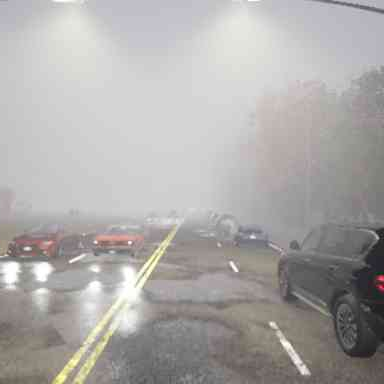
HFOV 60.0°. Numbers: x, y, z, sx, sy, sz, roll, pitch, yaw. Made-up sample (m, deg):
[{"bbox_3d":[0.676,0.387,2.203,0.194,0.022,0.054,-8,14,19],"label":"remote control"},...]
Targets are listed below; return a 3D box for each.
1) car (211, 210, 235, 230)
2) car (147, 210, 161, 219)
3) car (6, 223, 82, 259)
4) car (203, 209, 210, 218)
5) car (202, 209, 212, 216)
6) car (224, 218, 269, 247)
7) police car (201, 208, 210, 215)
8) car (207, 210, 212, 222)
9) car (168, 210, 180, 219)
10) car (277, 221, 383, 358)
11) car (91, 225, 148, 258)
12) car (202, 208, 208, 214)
[{"bbox_3d":[3.341,2.886,32.948,2.033,1.649,4.856,2,-4,0],"label":"car"},{"bbox_3d":[-6.360,3.808,56.766,2.033,1.411,5.357,1,-2,1],"label":"car"},{"bbox_3d":[-6.580,2.158,15.304,1.994,1.385,4.181,1,-2,0],"label":"car"},{"bbox_3d":[3.427,3.889,54.922,2.033,1.411,5.357,2,-3,0],"label":"car"},{"bbox_3d":[3.510,4.724,76.907,2.128,1.511,4.902,2,-3,0],"label":"car"},{"bbox_3d":[3.391,2.555,20.685,1.994,1.385,4.181,0,-2,0],"label":"car"},{"bbox_3d":[3.569,5.109,88.012,1.930,1.638,5.238,2,-3,0],"label":"police car"},{"bbox_3d":[3.380,3.430,43.917,1.812,1.442,4.674,2,-1,0],"label":"car"},{"bbox_3d":[-3.126,3.862,57.105,1.812,1.442,4.674,1,-2,1],"label":"car"},{"bbox_3d":[3.415,1.629,6.727,2.150,2.045,5.566,2,-5,-1],"label":"car"},{"bbox_3d":[-3.331,2.290,16.138,1.895,1.301,4.718,1,-2,0],"label":"car"},{"bbox_3d":[3.449,4.277,65.909,1.882,1.535,5.008,0,-2,0],"label":"car"}]
